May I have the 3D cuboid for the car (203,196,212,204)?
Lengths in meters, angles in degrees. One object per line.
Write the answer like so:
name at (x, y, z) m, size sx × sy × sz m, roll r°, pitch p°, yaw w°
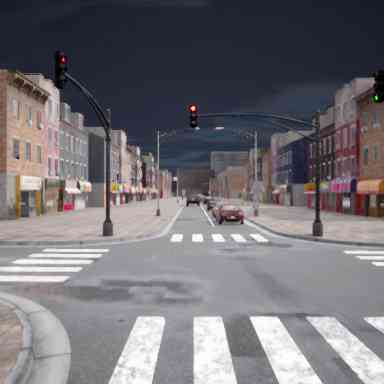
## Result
car at (3.193, 1.645, 69.418) m, size 1.812 × 1.442 × 4.674 m, roll 0°, pitch 0°, yaw 0°

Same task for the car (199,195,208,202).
car at (2.835, 1.601, 81.045) m, size 1.967 × 1.590 × 4.097 m, roll 0°, pitch 0°, yaw 0°

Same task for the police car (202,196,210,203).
police car at (3.161, 1.520, 62.528) m, size 1.930 × 1.638 × 5.238 m, roll 0°, pitch 0°, yaw 0°

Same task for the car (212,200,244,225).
car at (2.698, 1.551, 24.249) m, size 1.887 × 1.381 × 4.507 m, roll 0°, pitch 0°, yaw 0°

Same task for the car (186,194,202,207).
car at (0.182, 1.288, 54.207) m, size 2.150 × 2.045 × 5.566 m, roll 0°, pitch 0°, yaw 1°

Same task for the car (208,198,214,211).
car at (2.712, 1.538, 30.098) m, size 1.752 × 1.417 × 4.829 m, roll 0°, pitch 0°, yaw 0°

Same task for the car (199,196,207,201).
car at (2.848, 1.765, 86.724) m, size 1.802 × 1.307 × 4.206 m, roll 0°, pitch 0°, yaw 0°

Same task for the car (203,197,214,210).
car at (2.739, 1.598, 41.287) m, size 1.947 × 1.339 × 4.313 m, roll 0°, pitch 0°, yaw 0°
